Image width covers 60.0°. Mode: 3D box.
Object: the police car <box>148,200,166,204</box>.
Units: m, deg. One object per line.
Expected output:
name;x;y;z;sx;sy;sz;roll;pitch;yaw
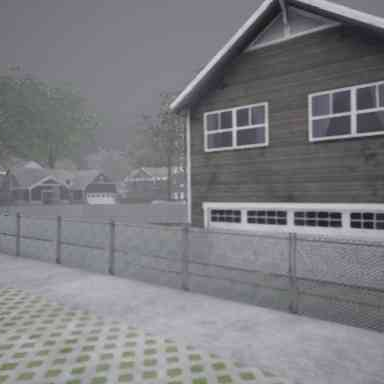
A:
police car;-5.164;1.907;48.122;1.930;1.638;5.238;-1;0;36
